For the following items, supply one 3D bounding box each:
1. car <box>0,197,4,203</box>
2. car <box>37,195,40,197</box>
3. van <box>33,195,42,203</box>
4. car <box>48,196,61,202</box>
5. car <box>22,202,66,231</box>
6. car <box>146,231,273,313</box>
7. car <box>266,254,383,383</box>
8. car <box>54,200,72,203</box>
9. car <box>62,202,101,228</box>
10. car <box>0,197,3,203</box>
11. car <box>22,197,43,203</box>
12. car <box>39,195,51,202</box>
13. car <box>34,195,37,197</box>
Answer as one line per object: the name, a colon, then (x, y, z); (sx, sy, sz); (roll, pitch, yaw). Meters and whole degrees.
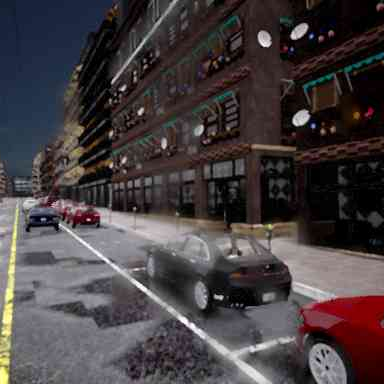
car: (-44.994, 1.889, 77.611); (1.802, 1.307, 4.206); (1, -1, -27)
car: (-22.690, 1.572, 51.743); (1.967, 1.590, 4.097); (1, -1, -27)
van: (-35.451, 1.606, 76.280); (1.690, 1.788, 3.998); (1, -1, -27)
car: (-12.442, 1.499, 32.134); (1.967, 1.590, 4.097); (1, -1, -27)
car: (-9.450, 1.581, 20.883); (2.033, 1.411, 5.357); (0, 0, -27)
car: (0.310, 1.553, 7.596); (2.008, 1.369, 4.403); (1, -1, -27)
car: (2.863, 1.542, 2.688); (1.887, 1.381, 4.507); (1, -1, -27)
car: (-9.898, 1.589, 27.222); (1.887, 1.381, 4.507); (1, -1, -27)
car: (-7.346, 1.576, 22.316); (1.887, 1.381, 4.507); (1, -1, -27)
car: (-34.779, 1.503, 57.987); (2.192, 1.841, 5.009); (1, -1, -27)
car: (-18.890, 1.614, 39.099); (1.812, 1.442, 4.674); (0, 0, -27)
car: (-17.582, 1.406, 41.930); (2.192, 1.841, 5.009); (1, -1, -27)
car: (-27.797, 1.761, 61.555); (1.802, 1.307, 4.206); (1, -1, -27)
